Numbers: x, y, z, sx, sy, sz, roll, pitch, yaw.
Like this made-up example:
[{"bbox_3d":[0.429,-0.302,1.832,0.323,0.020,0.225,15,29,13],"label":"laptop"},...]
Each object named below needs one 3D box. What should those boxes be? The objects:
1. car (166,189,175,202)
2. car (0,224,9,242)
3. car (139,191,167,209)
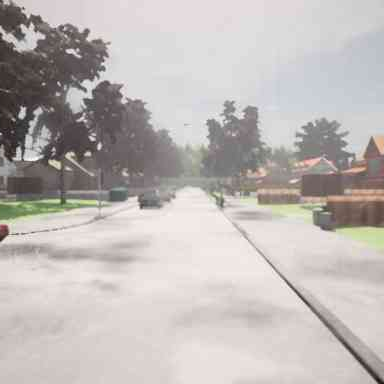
[{"bbox_3d":[-3.577,0.555,41.185,1.994,1.385,4.181,0,1,1],"label":"car"},{"bbox_3d":[-8.733,1.337,10.952,4.718,1.301,1.895,0,1,10],"label":"car"},{"bbox_3d":[-3.721,0.837,31.198,1.895,1.301,4.718,0,1,1],"label":"car"}]
